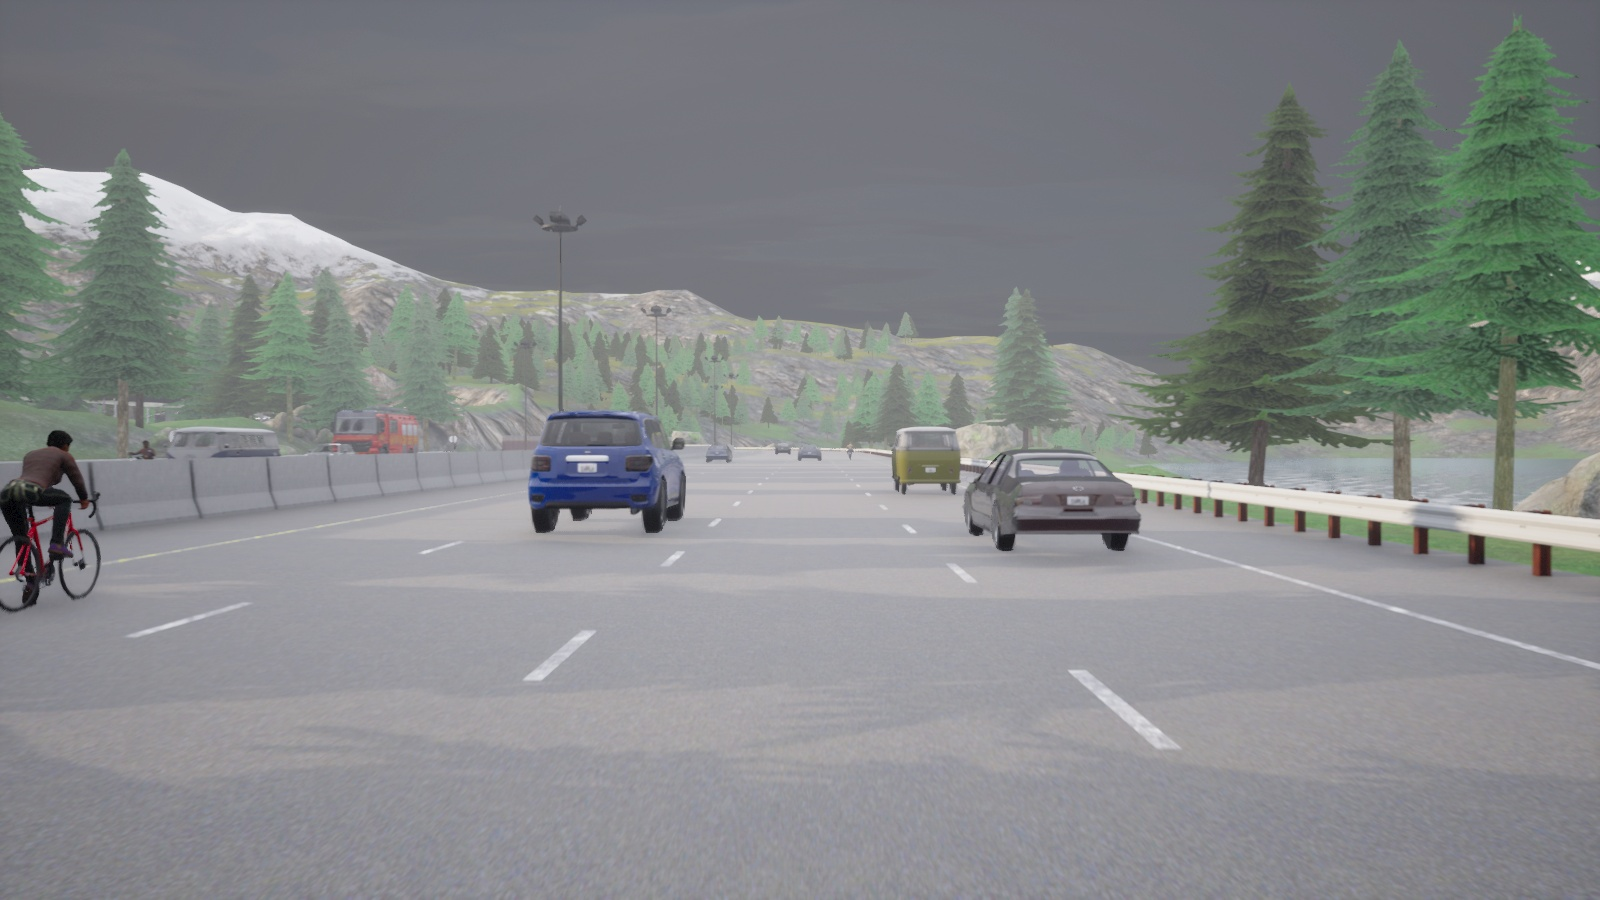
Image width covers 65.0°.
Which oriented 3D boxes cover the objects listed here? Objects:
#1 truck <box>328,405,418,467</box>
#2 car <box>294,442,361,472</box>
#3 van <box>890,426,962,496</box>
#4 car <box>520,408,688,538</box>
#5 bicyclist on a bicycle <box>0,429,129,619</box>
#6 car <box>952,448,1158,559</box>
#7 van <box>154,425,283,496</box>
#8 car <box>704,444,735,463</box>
[{"bbox_3d":[-27.395,-0.887,80.943,2.891,3.827,8.468,0,0,0],"label":"truck"},{"bbox_3d":[-24.042,0.339,64.042,1.970,1.475,3.806,0,0,0],"label":"car"},{"bbox_3d":[3.740,0.294,37.968,1.775,1.987,4.442,0,1,0],"label":"van"},{"bbox_3d":[-3.353,0.339,22.690,2.150,2.045,5.566,0,1,0],"label":"car"},{"bbox_3d":[-6.918,0.630,11.556,0.582,1.620,1.656,0,0,0],"label":"bicyclist on a bicycle"},{"bbox_3d":[3.625,0.693,18.925,2.033,1.411,5.357,0,0,0],"label":"car"},{"bbox_3d":[-17.264,0.278,37.519,1.775,1.987,4.442,0,0,0],"label":"van"},{"bbox_3d":[-6.251,0.249,97.744,2.033,1.411,5.357,0,0,0],"label":"car"}]
